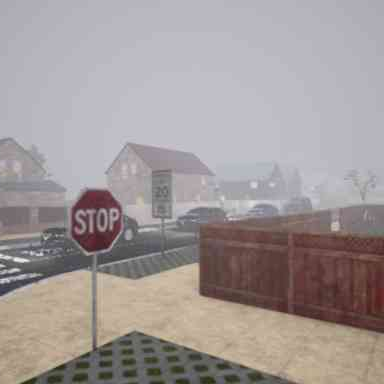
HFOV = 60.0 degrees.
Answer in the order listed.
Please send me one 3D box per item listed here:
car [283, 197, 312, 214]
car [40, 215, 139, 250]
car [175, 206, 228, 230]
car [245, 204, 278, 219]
[{"bbox_3d":[12.962,1.630,40.507,2.150,2.045,5.566,-1,-1,35],"label":"car"},{"bbox_3d":[-4.660,1.719,15.762,1.837,1.490,4.892,-1,-1,35],"label":"car"},{"bbox_3d":[0.790,1.775,23.432,1.837,1.490,4.892,-1,-1,36],"label":"car"},{"bbox_3d":[6.772,1.862,31.851,1.812,1.442,4.674,-1,-1,35],"label":"car"}]
